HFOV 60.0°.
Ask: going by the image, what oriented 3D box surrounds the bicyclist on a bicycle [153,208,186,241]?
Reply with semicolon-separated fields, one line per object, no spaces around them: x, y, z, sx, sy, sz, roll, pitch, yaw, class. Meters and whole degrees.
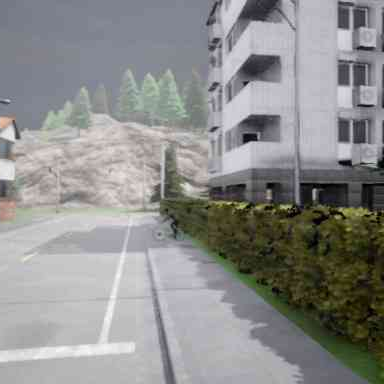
-1.089;1.592;16.202;1.656;1.620;0.582;0;-1;-10;bicyclist on a bicycle
